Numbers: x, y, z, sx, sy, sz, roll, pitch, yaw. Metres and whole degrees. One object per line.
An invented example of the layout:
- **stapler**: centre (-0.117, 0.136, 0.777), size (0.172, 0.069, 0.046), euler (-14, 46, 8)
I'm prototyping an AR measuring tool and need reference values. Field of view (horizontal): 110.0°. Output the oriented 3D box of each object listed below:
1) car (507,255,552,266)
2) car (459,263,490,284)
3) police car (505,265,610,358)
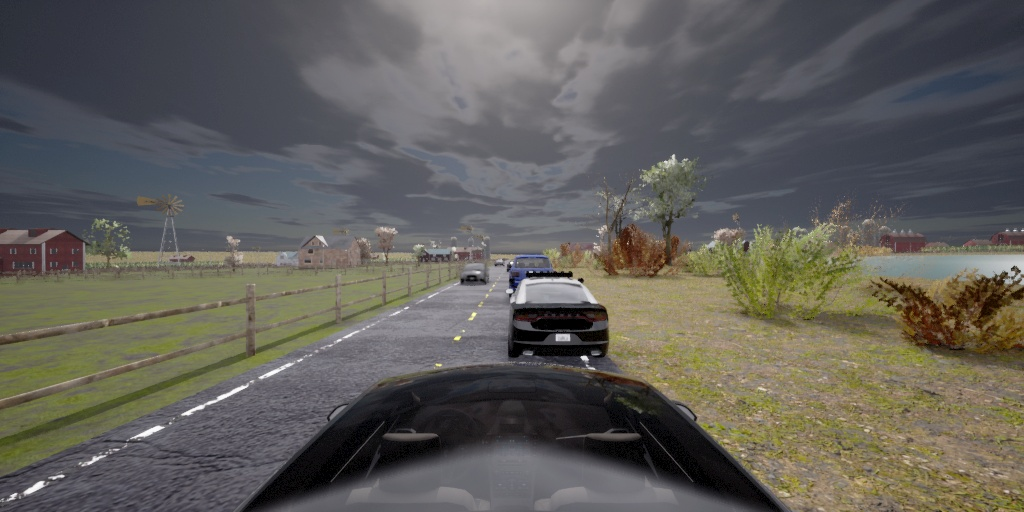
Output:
- **car**: centre (0.943, 0.974, 18.557), size (2.150, 2.045, 5.566), euler (0, 0, 0)
- **car**: centre (-2.679, 1.257, 26.511), size (1.837, 1.490, 4.892), euler (0, 0, 0)
- **police car**: centre (0.876, 1.174, 8.638), size (1.930, 1.638, 5.238), euler (0, 0, 0)
